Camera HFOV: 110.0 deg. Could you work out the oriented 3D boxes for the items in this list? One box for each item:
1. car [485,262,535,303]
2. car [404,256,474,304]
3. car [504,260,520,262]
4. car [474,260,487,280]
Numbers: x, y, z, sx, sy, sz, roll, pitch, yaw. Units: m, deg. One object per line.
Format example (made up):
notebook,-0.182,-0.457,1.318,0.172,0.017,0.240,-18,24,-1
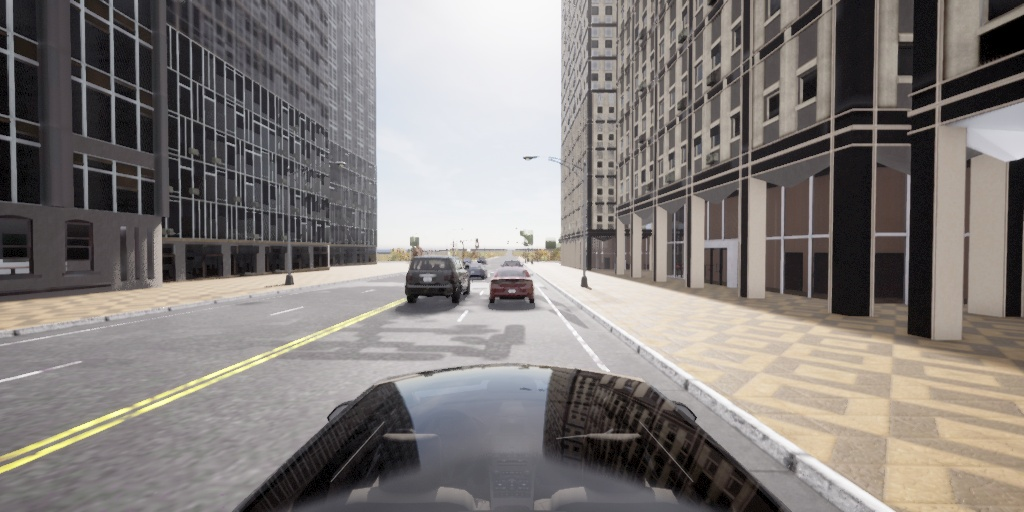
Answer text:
car,0.000,1.227,16.503,1.882,1.535,5.008,0,0,0
car,-3.250,1.000,16.531,2.150,2.045,5.566,0,0,0
car,0.000,1.097,31.474,2.097,1.767,4.553,0,0,0
car,-3.250,1.303,31.505,1.994,1.385,4.181,0,0,0
